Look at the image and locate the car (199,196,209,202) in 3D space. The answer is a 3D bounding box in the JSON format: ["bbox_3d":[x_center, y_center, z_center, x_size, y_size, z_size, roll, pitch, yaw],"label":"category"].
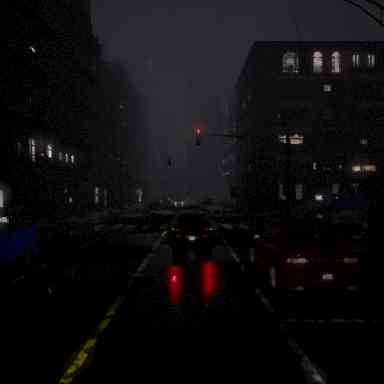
[{"bbox_3d":[2.683,1.578,74.396,2.008,1.369,4.403,-1,0,0],"label":"car"}]

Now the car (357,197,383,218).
[{"bbox_3d":[15.763,1.327,26.011,4.313,1.339,1.947,-1,1,-1],"label":"car"}]

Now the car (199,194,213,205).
[{"bbox_3d":[2.681,1.454,57.813,1.967,1.590,4.097,-1,0,0],"label":"car"}]

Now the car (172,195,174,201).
[{"bbox_3d":[-5.698,1.609,74.402,1.802,1.307,4.206,-1,0,0],"label":"car"}]

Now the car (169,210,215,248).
[{"bbox_3d":[0.000,1.532,14.651,1.812,1.442,4.674,0,0,0],"label":"car"}]

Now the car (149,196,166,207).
[{"bbox_3d":[-5.697,1.560,52.291,2.008,1.369,4.403,0,0,0],"label":"car"}]

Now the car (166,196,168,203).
[{"bbox_3d":[-5.698,1.579,57.818,1.947,1.339,4.313,0,0,0],"label":"car"}]

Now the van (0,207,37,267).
[{"bbox_3d":[-5.699,1.339,8.815,1.690,1.788,3.998,0,0,0],"label":"van"}]

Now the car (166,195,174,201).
[{"bbox_3d":[-5.698,1.563,85.288,1.752,1.417,4.829,-1,0,0],"label":"car"}]

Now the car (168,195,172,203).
[{"bbox_3d":[-5.699,1.462,68.874,1.967,1.590,4.097,-1,0,0],"label":"car"}]

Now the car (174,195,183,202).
[{"bbox_3d":[-3.000,1.499,77.890,1.812,1.442,4.674,0,0,0],"label":"car"}]

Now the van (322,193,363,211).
[{"bbox_3d":[15.641,1.034,34.385,3.998,1.788,1.690,-1,1,-1],"label":"van"}]

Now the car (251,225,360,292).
[{"bbox_3d":[2.683,1.543,8.814,1.887,1.381,4.507,0,0,0],"label":"car"}]

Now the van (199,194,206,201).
[{"bbox_3d":[2.681,1.379,85.452,1.690,1.788,3.998,-1,0,0],"label":"van"}]
